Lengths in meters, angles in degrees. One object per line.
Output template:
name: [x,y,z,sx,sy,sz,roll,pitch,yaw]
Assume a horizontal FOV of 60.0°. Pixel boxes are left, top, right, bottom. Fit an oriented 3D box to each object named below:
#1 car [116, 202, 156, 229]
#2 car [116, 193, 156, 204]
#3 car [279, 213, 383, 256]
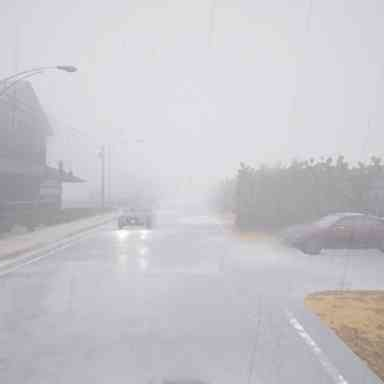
car: [-3.480,1.562,21.632,1.994,1.385,4.181,0,0,1]
car: [-7.886,1.197,47.306,5.566,2.045,2.150,0,-1,5]
car: [5.688,1.524,12.603,4.674,1.442,1.812,0,0,-4]
